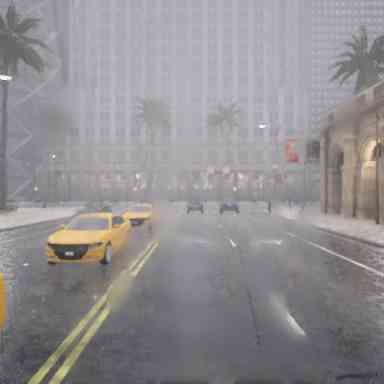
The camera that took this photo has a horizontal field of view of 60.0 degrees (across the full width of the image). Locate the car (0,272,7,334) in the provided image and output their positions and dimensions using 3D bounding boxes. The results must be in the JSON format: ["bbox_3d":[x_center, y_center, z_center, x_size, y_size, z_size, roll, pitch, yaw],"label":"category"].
[{"bbox_3d":[-3.587,1.488,2.695,1.882,1.535,5.008,0,0,0],"label":"car"}]

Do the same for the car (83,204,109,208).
[{"bbox_3d":[-6.833,1.599,23.391,2.128,1.511,4.902,0,0,1],"label":"car"}]

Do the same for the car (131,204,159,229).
[{"bbox_3d":[-3.345,1.558,22.349,1.882,1.535,5.008,0,0,1],"label":"car"}]

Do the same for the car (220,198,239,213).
[{"bbox_3d":[4.485,1.490,39.269,2.097,1.767,4.553,0,0,8],"label":"car"}]

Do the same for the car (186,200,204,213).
[{"bbox_3d":[0.372,1.632,39.456,2.128,1.511,4.902,0,0,0],"label":"car"}]

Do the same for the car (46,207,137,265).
[{"bbox_3d":[-3.505,1.522,12.124,1.882,1.535,5.008,0,0,1],"label":"car"}]
